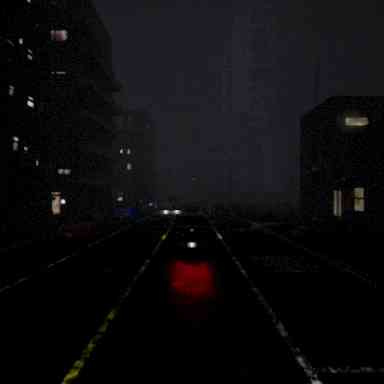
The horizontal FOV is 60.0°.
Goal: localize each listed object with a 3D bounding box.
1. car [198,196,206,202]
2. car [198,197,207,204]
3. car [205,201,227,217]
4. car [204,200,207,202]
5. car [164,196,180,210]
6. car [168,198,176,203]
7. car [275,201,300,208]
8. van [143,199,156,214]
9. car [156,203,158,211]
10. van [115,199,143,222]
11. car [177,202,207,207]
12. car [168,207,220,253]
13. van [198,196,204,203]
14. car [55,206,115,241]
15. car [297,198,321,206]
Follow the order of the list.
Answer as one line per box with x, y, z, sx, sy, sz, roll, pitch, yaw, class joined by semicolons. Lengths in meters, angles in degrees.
2.643;2.190;78.363;1.887;1.381;4.507;-1;0;0;car
2.641;2.126;84.010;1.967;1.590;4.097;-1;0;0;car
2.677;1.847;34.720;1.887;1.381;4.507;-1;0;0;car
2.677;1.930;40.300;1.802;1.307;4.206;-1;0;0;car
-3.004;1.639;50.705;2.150;2.045;5.566;0;-1;0;car
-5.705;2.331;95.267;1.947;1.339;4.313;-1;0;0;car
16.715;2.192;58.050;4.403;1.369;2.008;0;0;1;car
-5.706;1.688;40.266;1.690;1.788;3.998;-1;0;0;van
-5.704;1.944;45.844;2.008;1.369;4.403;-1;0;0;car
-5.706;1.597;29.104;1.690;1.788;3.998;-1;0;0;van
0.001;1.821;29.271;1.994;1.385;4.181;0;0;0;car
0.003;1.637;14.306;1.837;1.490;4.892;0;0;0;car
2.639;2.107;95.302;1.690;1.788;3.998;-1;0;0;van
-5.703;1.684;17.773;1.752;1.417;4.829;-1;0;0;car
23.374;2.049;66.597;4.097;1.590;1.967;0;0;1;car
